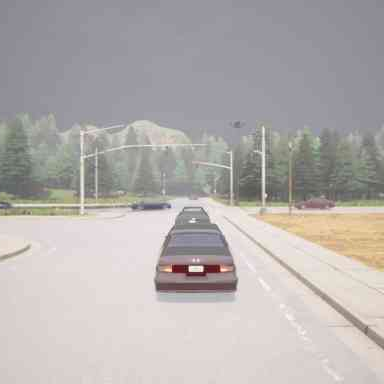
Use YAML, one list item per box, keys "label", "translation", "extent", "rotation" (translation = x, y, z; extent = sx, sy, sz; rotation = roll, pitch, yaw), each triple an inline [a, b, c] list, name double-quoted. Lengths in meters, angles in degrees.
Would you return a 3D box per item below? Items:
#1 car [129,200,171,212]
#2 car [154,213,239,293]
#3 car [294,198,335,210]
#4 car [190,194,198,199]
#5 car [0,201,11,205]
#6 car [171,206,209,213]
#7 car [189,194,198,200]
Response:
- label: "car"
  translation: [-4.774, 1.574, 38.334]
  extent: [4.718, 1.301, 1.895]
  rotation: [0, 0, -18]
- label: "car"
  translation: [0.085, 1.535, 8.971]
  extent: [2.033, 1.411, 5.357]
  rotation: [0, 0, 0]
- label: "car"
  translation: [14.763, 1.430, 40.209]
  extent: [4.674, 1.442, 1.812]
  rotation: [0, 0, 1]
- label: "car"
  translation: [0.704, 1.314, 93.836]
  extent: [2.033, 1.411, 5.357]
  rotation: [0, 0, 2]
- label: "car"
  translation: [-22.567, 1.403, 37.224]
  extent: [4.553, 1.767, 2.097]
  rotation: [0, 0, 1]
- label: "car"
  translation: [0.067, 1.530, 19.578]
  extent: [1.994, 1.385, 4.181]
  rotation: [0, 0, 1]
- label: "car"
  translation: [0.315, 1.407, 83.790]
  extent: [1.994, 1.385, 4.181]
  rotation: [0, 0, 2]
